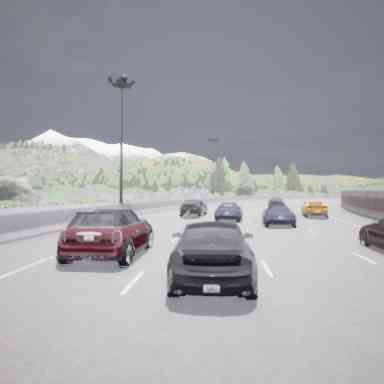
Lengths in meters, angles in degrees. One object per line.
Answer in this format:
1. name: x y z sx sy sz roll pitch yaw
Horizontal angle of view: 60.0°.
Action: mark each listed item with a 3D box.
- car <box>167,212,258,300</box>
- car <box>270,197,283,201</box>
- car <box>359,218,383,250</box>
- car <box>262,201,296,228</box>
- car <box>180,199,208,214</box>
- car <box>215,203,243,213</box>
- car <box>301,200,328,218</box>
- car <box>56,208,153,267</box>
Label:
1. car: 0.517 1.483 8.392 1.837 1.490 4.892 0 0 4
2. car: 10.141 1.432 39.881 1.837 1.490 4.892 0 0 18
3. car: 7.892 1.560 12.327 1.994 1.385 4.181 0 0 6
4. car: 5.768 1.523 22.266 1.994 1.385 4.181 0 0 10
5. car: 0.222 1.420 30.117 1.837 1.490 4.892 0 0 12
6. car: 2.906 1.502 25.932 1.994 1.385 4.181 0 0 11
7. car: 10.934 1.436 29.853 1.882 1.535 5.008 0 0 14
8. car: -2.726 1.308 11.458 2.097 1.767 4.553 0 0 5
